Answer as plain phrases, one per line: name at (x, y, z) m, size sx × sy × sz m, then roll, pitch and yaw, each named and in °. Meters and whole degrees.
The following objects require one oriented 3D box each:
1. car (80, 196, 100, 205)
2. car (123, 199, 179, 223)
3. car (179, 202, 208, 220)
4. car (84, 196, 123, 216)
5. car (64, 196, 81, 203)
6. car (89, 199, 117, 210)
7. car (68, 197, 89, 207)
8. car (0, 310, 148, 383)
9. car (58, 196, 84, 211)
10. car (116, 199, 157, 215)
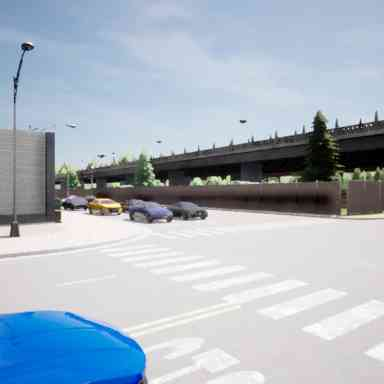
car at (-17.819, 1.418, 57.832) m, size 1.882 × 1.535 × 5.008 m, roll 0°, pitch 0°, yaw -36°
car at (-3.204, 1.468, 25.015) m, size 1.812 × 1.442 × 4.674 m, roll 0°, pitch 0°, yaw -36°
car at (-0.541, 1.505, 27.305) m, size 1.994 × 1.385 × 4.181 m, roll 0°, pitch 0°, yaw -36°
car at (-8.571, 1.420, 32.520) m, size 1.882 × 1.535 × 5.008 m, roll 0°, pitch 0°, yaw -36°
car at (-23.745, 1.465, 65.951) m, size 1.812 × 1.442 × 4.674 m, roll 0°, pitch 0°, yaw -36°
car at (-11.476, 1.542, 42.632) m, size 1.895 × 1.301 × 4.718 m, roll 0°, pitch 0°, yaw -35°
car at (-17.435, 1.467, 51.074) m, size 1.812 × 1.442 × 4.674 m, roll 0°, pitch 0°, yaw -35°
car at (-2.624, 1.478, 1.902) m, size 5.008 × 1.535 × 1.882 m, roll 0°, pitch 0°, yaw -36°
car at (-14.267, 1.489, 40.499) m, size 2.033 × 1.411 × 5.357 m, roll 0°, pitch 0°, yaw -35°
car at (-5.906, 1.489, 34.822) m, size 2.033 × 1.411 × 5.357 m, roll 0°, pitch 0°, yaw -35°
